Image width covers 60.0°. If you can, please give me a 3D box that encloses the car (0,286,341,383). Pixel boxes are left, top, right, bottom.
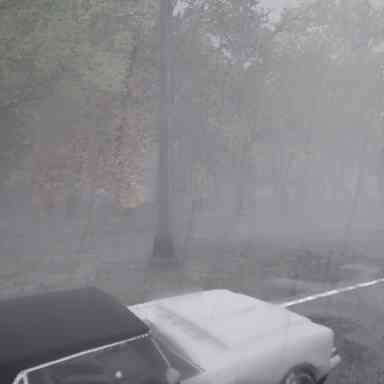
[{"bbox_3d":[-0.800,1.599,2.932,4.718,1.301,1.895,0,0,-34],"label":"car"}]
